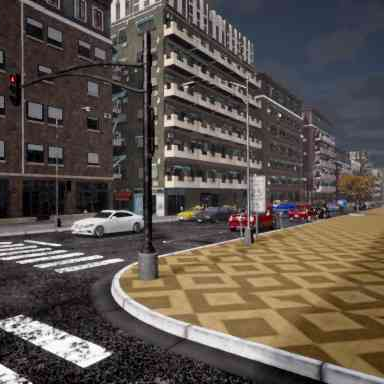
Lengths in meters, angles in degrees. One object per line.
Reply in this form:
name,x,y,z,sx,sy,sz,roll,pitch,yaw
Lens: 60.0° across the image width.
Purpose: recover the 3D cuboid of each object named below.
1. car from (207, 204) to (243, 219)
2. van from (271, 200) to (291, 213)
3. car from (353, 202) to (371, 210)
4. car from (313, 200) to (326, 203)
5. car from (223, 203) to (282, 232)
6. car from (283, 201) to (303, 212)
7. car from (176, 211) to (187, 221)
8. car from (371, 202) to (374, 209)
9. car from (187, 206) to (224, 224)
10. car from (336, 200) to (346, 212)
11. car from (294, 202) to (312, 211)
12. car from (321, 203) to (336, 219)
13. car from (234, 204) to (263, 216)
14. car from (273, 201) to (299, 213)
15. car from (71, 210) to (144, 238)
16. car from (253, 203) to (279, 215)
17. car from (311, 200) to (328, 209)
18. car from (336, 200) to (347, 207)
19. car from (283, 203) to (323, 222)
car,3.663,2.090,36.077,1.752,1.417,4.829,-2,-2,35
van,13.450,2.174,50.126,1.690,1.788,3.998,-2,-2,35
car,29.967,2.583,59.273,1.947,1.339,4.313,-2,-2,35
car,17.650,2.267,46.058,1.837,1.490,4.892,-1,-1,35
car,4.121,1.751,22.201,1.967,1.590,4.097,-2,-2,35
car,16.682,2.361,54.758,1.967,1.590,4.097,-2,-2,35
car,0.432,2.002,31.444,1.752,1.417,4.829,-2,-2,35
car,36.428,2.745,68.542,2.008,1.369,4.403,-2,-2,35
car,2.142,1.988,29.404,2.033,1.411,5.357,-1,-1,35
car,23.454,2.468,54.398,2.033,1.411,5.357,-1,-1,36
car,19.913,2.554,59.390,1.887,1.381,4.507,-2,-2,35
car,13.814,2.141,36.101,1.947,1.339,4.313,-2,-2,35
car,6.991,2.222,40.851,1.947,1.339,4.313,-2,-2,35
car,12.445,2.198,44.104,1.882,1.535,5.008,-1,-2,35
car,-4.766,1.778,19.475,1.812,1.442,4.674,-1,-1,34
car,10.221,2.289,45.486,1.887,1.381,4.507,-2,-2,35
car,26.372,2.501,68.665,2.192,1.841,5.009,-2,-2,35
car,39.198,2.882,87.141,1.690,1.788,3.998,-2,-2,35
car,10.583,2.032,31.467,1.887,1.381,4.507,-2,-2,35
